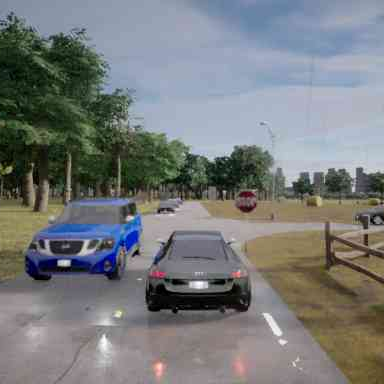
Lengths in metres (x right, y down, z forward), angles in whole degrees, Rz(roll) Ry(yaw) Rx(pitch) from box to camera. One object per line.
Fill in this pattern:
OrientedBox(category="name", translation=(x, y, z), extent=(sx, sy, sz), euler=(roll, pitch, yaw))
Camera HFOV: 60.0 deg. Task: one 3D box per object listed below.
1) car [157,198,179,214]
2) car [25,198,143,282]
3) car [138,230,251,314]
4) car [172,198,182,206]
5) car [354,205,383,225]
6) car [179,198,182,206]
OrientedBox(category="car", translation=(-2.821, 1.640, 37.700), extent=(2.033, 1.411, 5.357), euler=(0, 0, -1))
OrientedBox(category="car", translation=(-2.850, 1.233, 10.171), extent=(2.150, 2.045, 5.566), euler=(0, 0, 0))
OrientedBox(category="car", translation=(0.106, 1.572, 7.740), extent=(1.994, 1.385, 4.181), euler=(0, 0, 0))
OrientedBox(category="car", translation=(-2.804, 1.802, 63.228), extent=(1.812, 1.442, 4.674), euler=(0, -1, 0))
OrientedBox(category="car", translation=(14.335, 1.602, 23.992), extent=(4.892, 1.490, 1.837), euler=(0, -2, 0))
OrientedBox(category="car", translation=(-2.832, 1.691, 48.852), extent=(1.812, 1.442, 4.674), euler=(0, -1, 0))
